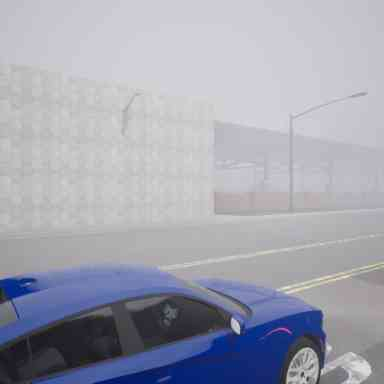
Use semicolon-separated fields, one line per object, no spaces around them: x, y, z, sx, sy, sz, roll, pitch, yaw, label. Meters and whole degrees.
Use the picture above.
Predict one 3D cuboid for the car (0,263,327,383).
-0.691;1.478;3.256;5.008;1.535;1.882;0;0;-36;car
